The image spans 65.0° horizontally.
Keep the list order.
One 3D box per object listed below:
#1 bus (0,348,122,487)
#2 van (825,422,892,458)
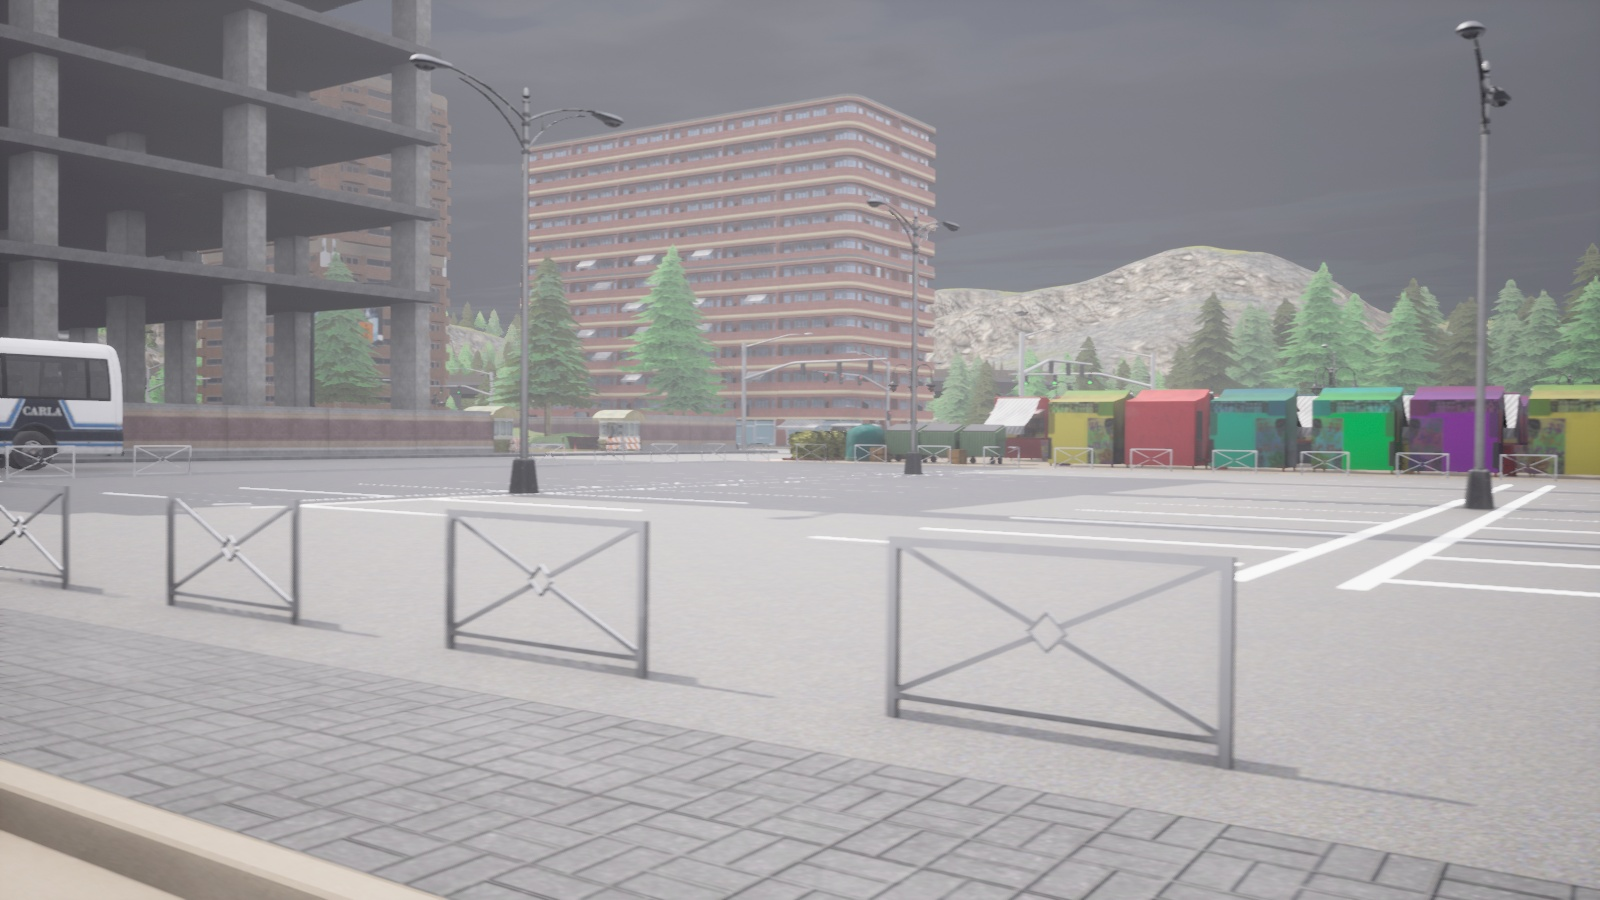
[{"bbox_3d":[-26.925,-0.980,38.332,3.944,4.253,10.273,0,1,33],"label":"bus"},{"bbox_3d":[3.347,-0.578,71.524,1.775,1.987,4.442,0,1,33],"label":"van"}]
